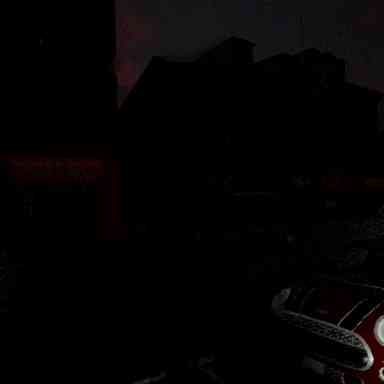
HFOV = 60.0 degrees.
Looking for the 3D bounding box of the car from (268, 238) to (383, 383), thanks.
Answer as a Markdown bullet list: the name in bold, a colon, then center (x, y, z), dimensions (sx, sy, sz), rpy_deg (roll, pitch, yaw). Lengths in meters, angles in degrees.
- **car**: center (3.009, 1.465, 4.987), dimensions (4.097, 1.590, 1.967), rpy_deg (0, -2, -35)
